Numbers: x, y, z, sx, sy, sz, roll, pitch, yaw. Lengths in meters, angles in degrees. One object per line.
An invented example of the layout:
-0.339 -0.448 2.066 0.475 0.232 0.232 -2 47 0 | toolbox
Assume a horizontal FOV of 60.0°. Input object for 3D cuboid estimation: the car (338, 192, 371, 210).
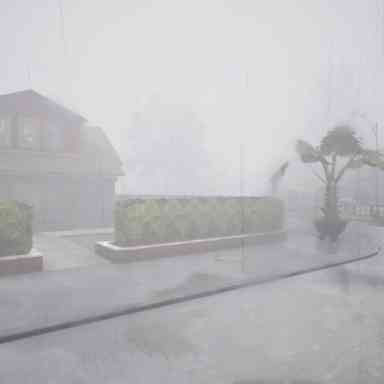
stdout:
17.375 0.977 36.182 3.866 1.878 1.905 0 0 0 | car
